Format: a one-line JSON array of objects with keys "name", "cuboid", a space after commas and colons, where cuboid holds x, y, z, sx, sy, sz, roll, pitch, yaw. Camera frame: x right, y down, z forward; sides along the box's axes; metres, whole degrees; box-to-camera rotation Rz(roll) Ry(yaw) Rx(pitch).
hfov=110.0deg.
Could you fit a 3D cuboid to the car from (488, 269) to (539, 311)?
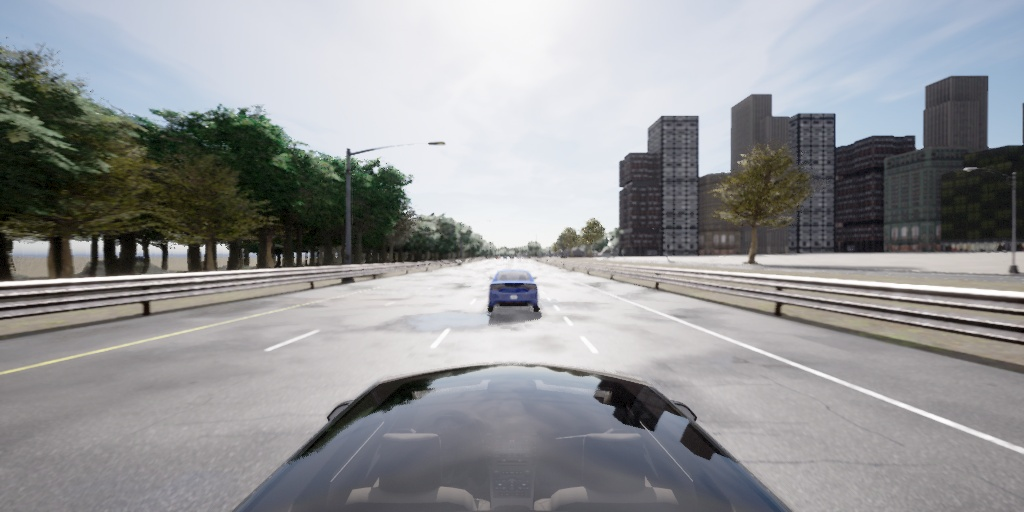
[{"name": "car", "cuboid": [0.043, 1.261, 14.785, 1.882, 1.535, 5.008, 0, 0, 0]}]
